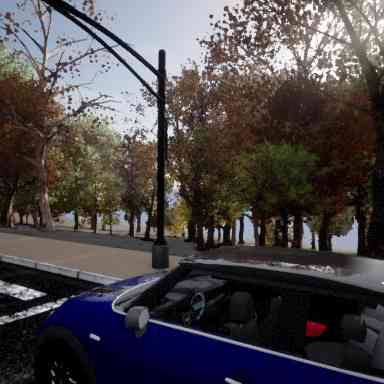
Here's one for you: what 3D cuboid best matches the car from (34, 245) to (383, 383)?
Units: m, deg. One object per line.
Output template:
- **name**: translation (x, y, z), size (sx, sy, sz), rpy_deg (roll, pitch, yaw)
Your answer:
- **car**: translation (0.452, 1.352, 3.337), size (4.553, 1.767, 2.097), rpy_deg (0, 0, 34)
